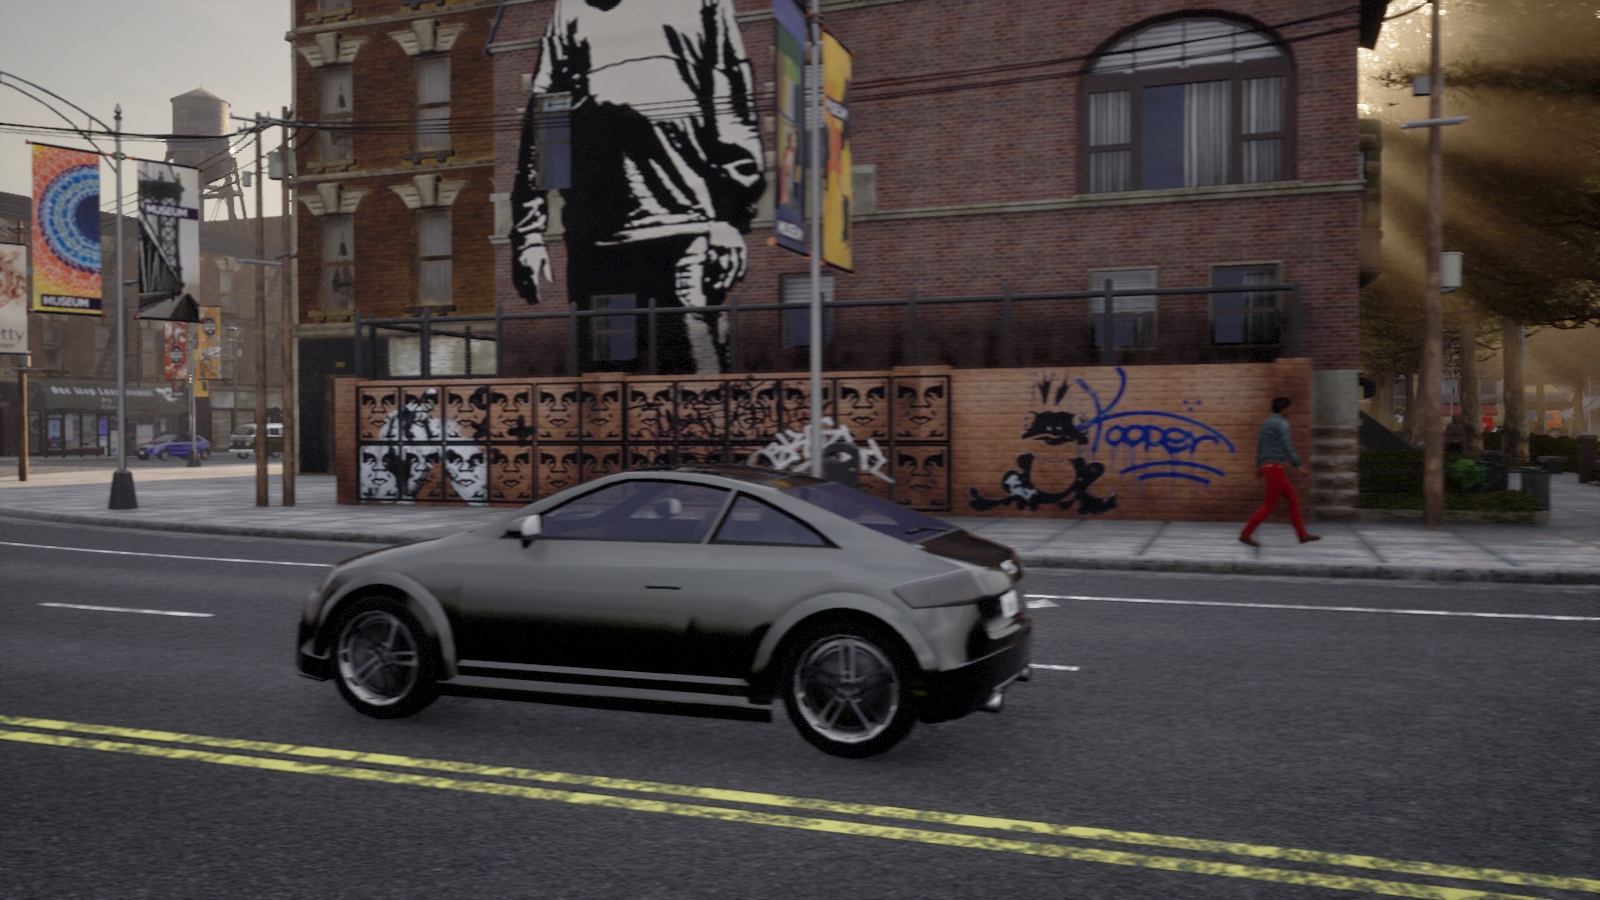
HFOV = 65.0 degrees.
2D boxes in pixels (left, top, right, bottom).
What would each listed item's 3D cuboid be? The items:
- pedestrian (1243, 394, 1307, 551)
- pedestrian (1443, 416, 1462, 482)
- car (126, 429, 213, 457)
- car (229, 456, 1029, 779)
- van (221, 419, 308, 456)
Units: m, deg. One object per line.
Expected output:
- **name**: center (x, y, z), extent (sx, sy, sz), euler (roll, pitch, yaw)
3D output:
- **pedestrian**: center (5.620, 0.261, 14.876), extent (0.614, 1.847, 0.353), euler (0, 1, 2)
- **pedestrian**: center (18.517, -0.032, 35.653), extent (0.331, 1.846, 0.634), euler (0, 1, 14)
- **car**: center (-35.047, -0.415, 69.897), extent (1.816, 1.474, 4.193), euler (1, 1, 21)
- **car**: center (-0.931, 0.768, 7.345), extent (4.181, 1.385, 1.994), euler (1, 1, 20)
- **van**: center (-30.594, -0.723, 71.882), extent (2.069, 2.038, 4.480), euler (1, 1, 21)
